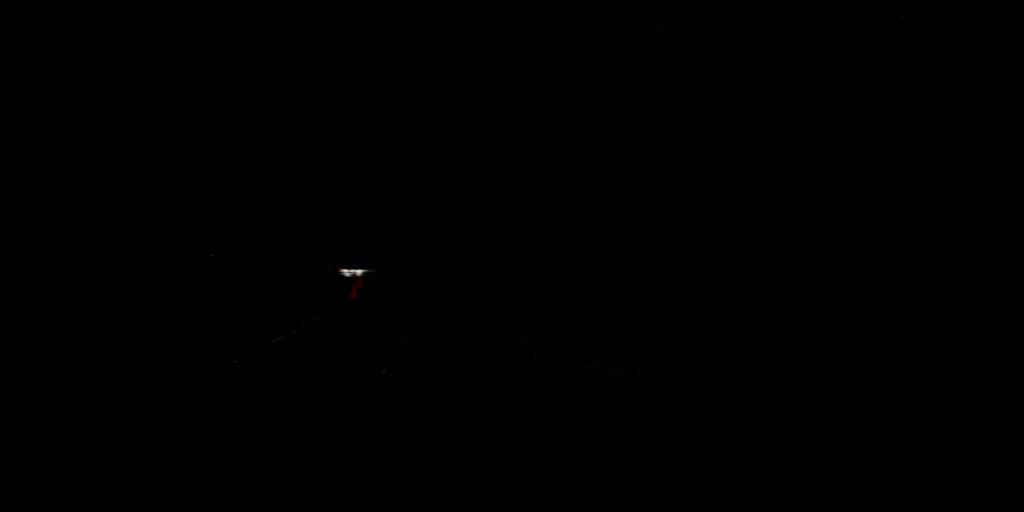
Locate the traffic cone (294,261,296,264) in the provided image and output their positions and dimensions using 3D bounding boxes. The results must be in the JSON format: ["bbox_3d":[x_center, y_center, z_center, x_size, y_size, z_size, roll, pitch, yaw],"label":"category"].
[{"bbox_3d":[-31.258,0.894,51.648,0.340,0.580,0.340,0,0,39],"label":"traffic cone"}]

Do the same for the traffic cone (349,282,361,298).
[{"bbox_3d":[-7.098,1.566,16.102,0.340,0.580,0.340,0,0,-18],"label":"traffic cone"}]

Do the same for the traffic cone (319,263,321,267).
[{"bbox_3d":[-24.178,1.109,45.052,0.340,0.580,0.340,0,0,-43],"label":"traffic cone"}]

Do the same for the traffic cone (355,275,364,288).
[{"bbox_3d":[-8.718,1.528,20.664,0.340,0.580,0.340,0,0,-21],"label":"traffic cone"}]

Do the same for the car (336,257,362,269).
[{"bbox_3d":[-19.276,0.858,42.454,1.994,1.385,4.181,2,0,-40],"label":"car"}]

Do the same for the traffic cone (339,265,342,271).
[{"bbox_3d":[-17.997,1.286,37.605,0.340,0.580,0.340,0,0,-36],"label":"traffic cone"}]

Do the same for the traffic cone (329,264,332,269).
[{"bbox_3d":[-20.969,1.202,41.427,0.340,0.580,0.340,0,0,-40],"label":"traffic cone"}]

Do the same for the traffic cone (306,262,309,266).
[{"bbox_3d":[-27.613,1.006,48.463,0.340,0.580,0.340,0,0,43],"label":"traffic cone"}]

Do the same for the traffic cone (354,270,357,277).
[{"bbox_3d":[-12.815,1.425,29.432,0.340,0.580,0.340,0,0,-29],"label":"traffic cone"}]

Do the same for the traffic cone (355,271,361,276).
[{"bbox_3d":[-10.627,1.481,25.113,0.340,0.580,0.340,0,0,-25],"label":"traffic cone"}]

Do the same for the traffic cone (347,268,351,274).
[{"bbox_3d":[-15.276,1.360,33.601,0.340,0.580,0.340,0,0,-32],"label":"traffic cone"}]
